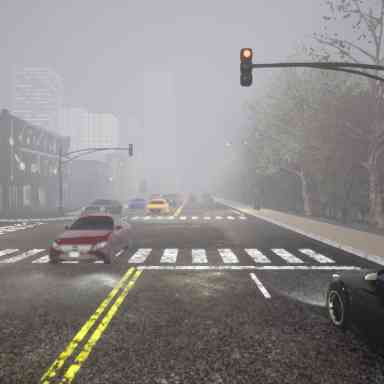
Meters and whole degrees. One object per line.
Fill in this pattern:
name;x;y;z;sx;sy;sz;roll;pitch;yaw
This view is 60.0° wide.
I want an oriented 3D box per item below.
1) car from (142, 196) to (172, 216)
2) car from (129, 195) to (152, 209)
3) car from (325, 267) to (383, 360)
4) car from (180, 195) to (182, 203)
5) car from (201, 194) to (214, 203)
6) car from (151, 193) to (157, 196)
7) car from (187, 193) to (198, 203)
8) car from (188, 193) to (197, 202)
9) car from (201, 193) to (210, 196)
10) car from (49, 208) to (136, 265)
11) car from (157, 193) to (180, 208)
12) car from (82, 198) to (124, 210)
car;-3.321;1.468;32.643;1.882;1.535;5.008;0;0;0
car;-6.564;1.464;41.216;1.882;1.535;5.008;0;0;0
car;3.353;1.563;4.245;1.994;1.385;4.181;0;0;0
car;-3.223;1.197;65.356;2.150;2.045;5.566;0;0;1
car;3.408;1.576;66.883;1.895;1.301;4.718;0;0;0
car;-6.521;1.201;59.818;2.150;2.045;5.566;0;0;0
car;0.159;1.452;67.922;1.882;1.535;5.008;0;0;0
car;0.067;1.194;78.115;2.150;2.045;5.566;0;0;0
car;3.316;1.195;76.863;2.150;2.045;5.566;0;0;0
car;-3.341;1.523;11.793;1.812;1.442;4.674;0;0;0
car;-3.307;1.206;47.977;2.150;2.045;5.566;0;0;0
car;-7.379;1.344;27.796;2.097;1.767;4.553;0;0;11
